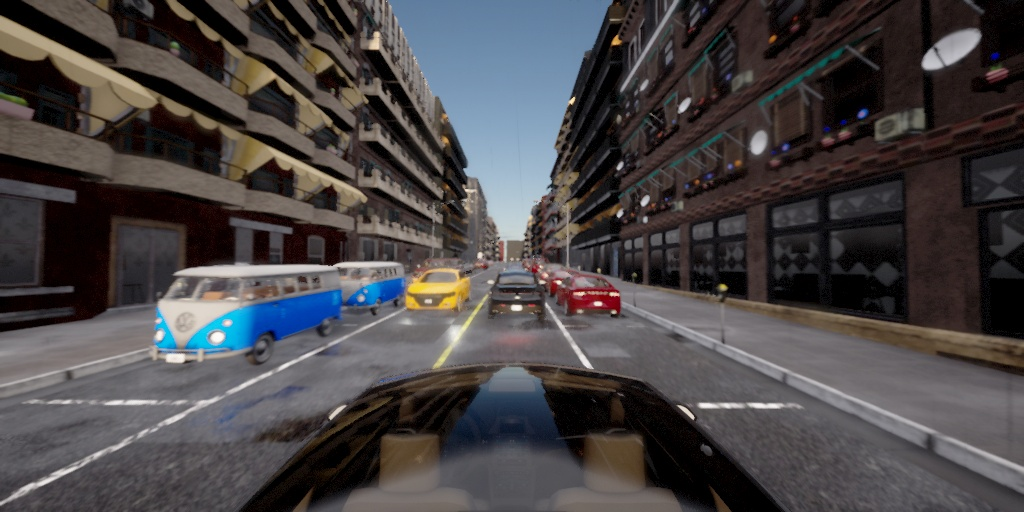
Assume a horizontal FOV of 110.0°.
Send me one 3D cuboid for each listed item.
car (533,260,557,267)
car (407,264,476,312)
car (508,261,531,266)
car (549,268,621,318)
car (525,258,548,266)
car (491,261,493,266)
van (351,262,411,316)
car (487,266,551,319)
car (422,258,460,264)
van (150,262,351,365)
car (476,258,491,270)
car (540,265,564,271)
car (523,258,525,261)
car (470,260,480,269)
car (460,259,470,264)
[{"bbox_3d":[2.697,1.266,24.225,1.967,1.591,4.097,0,0,0],"label":"car"},{"bbox_3d":[-2.781,1.253,14.491,1.882,1.535,5.008,0,0,0],"label":"car"},{"bbox_3d":[0.266,1.390,30.875,2.033,1.411,5.357,0,0,0],"label":"car"},{"bbox_3d":[2.624,1.334,13.164,1.888,1.381,4.507,0,0,0],"label":"car"},{"bbox_3d":[2.722,1.182,35.286,2.192,1.841,5.009,0,0,0],"label":"car"},{"bbox_3d":[-4.960,1.525,63.044,1.888,1.381,4.507,0,0,0],"label":"car"},{"bbox_3d":[-5.259,1.105,13.273,1.690,1.789,3.998,0,0,0],"label":"van"},{"bbox_3d":[0.156,1.285,12.942,1.837,1.490,4.892,0,0,0],"label":"car"},{"bbox_3d":[-5.192,1.116,24.333,2.192,1.841,5.009,0,0,0],"label":"car"},{"bbox_3d":[-5.292,1.088,7.742,1.690,1.789,3.998,0,0,0],"label":"van"},{"bbox_3d":[-4.993,1.263,57.513,2.192,1.841,5.009,0,0,0],"label":"car"},{"bbox_3d":[2.657,1.352,18.694,1.888,1.381,4.507,0,0,0],"label":"car"},{"bbox_3d":[2.788,1.356,46.349,1.967,1.591,4.097,0,0,0],"label":"car"},{"bbox_3d":[-5.093,1.432,40.925,1.948,1.339,4.313,0,0,0],"label":"car"},{"bbox_3d":[-5.159,1.136,29.863,2.192,1.841,5.009,0,0,0],"label":"car"}]
